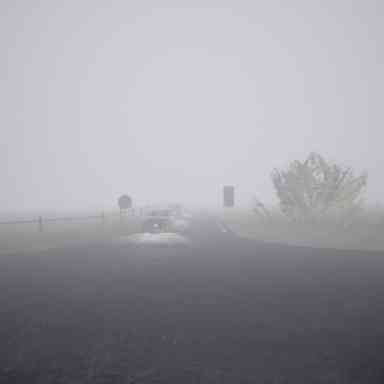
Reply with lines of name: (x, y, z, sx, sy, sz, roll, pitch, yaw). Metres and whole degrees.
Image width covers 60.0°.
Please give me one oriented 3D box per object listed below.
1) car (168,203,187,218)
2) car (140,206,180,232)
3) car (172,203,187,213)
car: (-1.812, 1.938, 35.044, 2.128, 1.511, 4.902, 0, -1, 1)
car: (-2.137, 1.849, 22.099, 1.994, 1.385, 4.181, 0, -1, 2)
car: (-1.716, 2.195, 46.785, 1.895, 1.301, 4.718, 0, -1, 0)
